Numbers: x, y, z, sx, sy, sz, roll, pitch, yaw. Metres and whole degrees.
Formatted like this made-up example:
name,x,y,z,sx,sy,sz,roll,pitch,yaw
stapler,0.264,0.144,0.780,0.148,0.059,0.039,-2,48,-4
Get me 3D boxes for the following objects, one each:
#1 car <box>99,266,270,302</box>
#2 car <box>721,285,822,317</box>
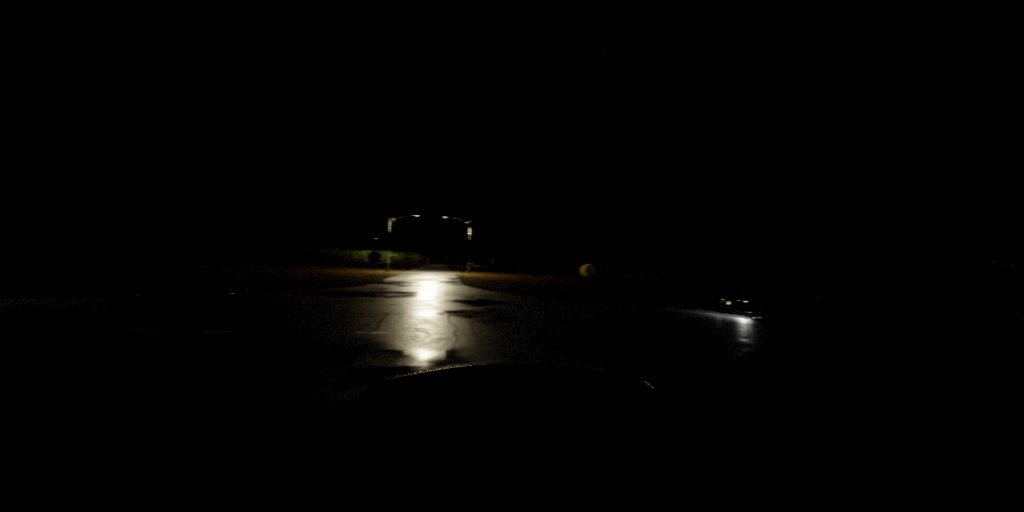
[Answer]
name,x,y,z,sx,sy,sz,roll,pitch,yaw
car,-12.235,1.043,13.842,4.718,1.301,1.895,4,-2,-37
car,13.011,2.183,18.052,4.892,1.490,1.837,3,-2,-11
